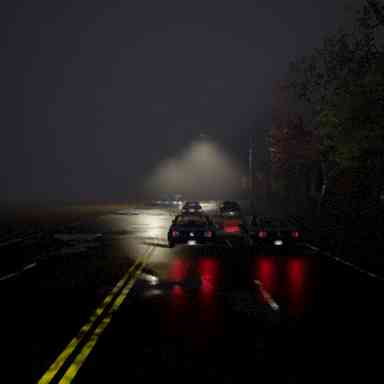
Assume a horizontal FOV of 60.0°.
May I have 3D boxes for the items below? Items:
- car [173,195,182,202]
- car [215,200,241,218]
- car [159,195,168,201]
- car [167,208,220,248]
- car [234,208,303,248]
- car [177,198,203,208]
[{"bbox_3d":[-3.250,1.390,75.937,2.128,1.511,4.902,0,0,0],"label":"car"},{"bbox_3d":[3.243,1.495,29.652,1.837,1.490,4.892,-1,0,0],"label":"car"},{"bbox_3d":[-6.500,1.343,75.936,1.882,1.535,5.008,0,0,0],"label":"car"},{"bbox_3d":[0.000,1.613,14.680,1.895,1.301,4.718,0,0,0],"label":"car"},{"bbox_3d":[3.243,1.605,14.678,1.895,1.301,4.718,-1,0,0],"label":"car"},{"bbox_3d":[0.000,1.551,29.650,2.033,1.411,5.357,0,0,0],"label":"car"}]
